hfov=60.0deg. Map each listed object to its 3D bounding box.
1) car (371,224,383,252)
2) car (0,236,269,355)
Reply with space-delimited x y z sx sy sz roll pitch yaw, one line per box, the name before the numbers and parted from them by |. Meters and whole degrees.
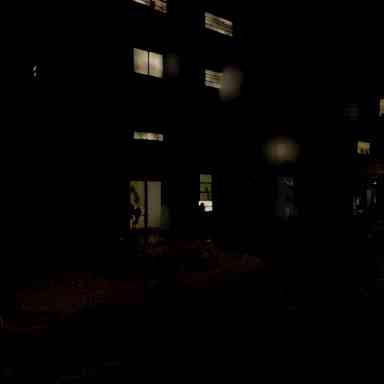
car | 8.451 1.550 12.556 4.403 1.369 2.008 0 0 -35
car | -0.697 1.525 6.060 4.829 1.417 1.752 0 0 -35
